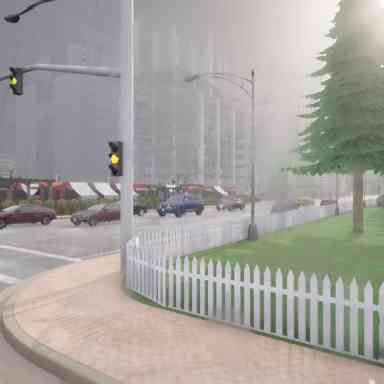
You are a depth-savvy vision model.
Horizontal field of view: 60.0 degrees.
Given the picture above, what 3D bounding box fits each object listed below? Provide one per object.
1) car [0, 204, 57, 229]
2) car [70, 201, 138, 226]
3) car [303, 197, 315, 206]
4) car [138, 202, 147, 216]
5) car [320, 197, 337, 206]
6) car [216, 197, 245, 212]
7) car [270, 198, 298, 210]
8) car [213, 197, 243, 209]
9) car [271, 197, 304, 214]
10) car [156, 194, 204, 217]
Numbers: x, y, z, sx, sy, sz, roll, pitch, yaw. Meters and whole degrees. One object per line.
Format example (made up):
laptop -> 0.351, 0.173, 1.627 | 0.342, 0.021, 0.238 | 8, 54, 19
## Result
car -> -11.386, 1.526, 22.140 | 1.812, 1.442, 4.674 | 0, 0, 36
car -> -6.271, 1.526, 23.431 | 1.812, 1.442, 4.674 | 0, 0, 34
car -> 18.269, 1.478, 53.306 | 1.882, 1.535, 5.008 | 0, 0, 34
car -> -6.169, 1.478, 29.887 | 1.882, 1.535, 5.008 | 0, 0, 34
car -> 21.100, 1.526, 51.245 | 1.812, 1.442, 4.674 | 0, 0, 34
car -> 4.669, 1.492, 39.694 | 2.128, 1.511, 4.902 | 0, 0, 34
car -> 12.473, 1.547, 44.696 | 2.033, 1.411, 5.357 | 0, 0, 34
car -> 5.181, 1.492, 46.672 | 2.128, 1.511, 4.902 | 0, 0, 34
car -> 9.762, 1.564, 34.396 | 1.994, 1.385, 4.181 | 0, 0, 34
car -> -0.964, 1.221, 31.352 | 2.150, 2.045, 5.566 | 0, 0, 34
